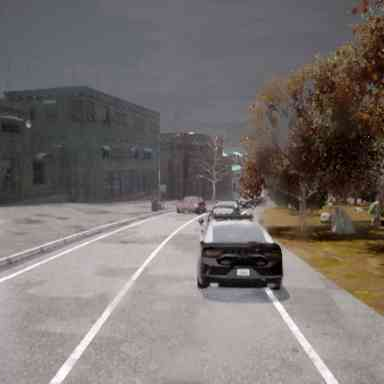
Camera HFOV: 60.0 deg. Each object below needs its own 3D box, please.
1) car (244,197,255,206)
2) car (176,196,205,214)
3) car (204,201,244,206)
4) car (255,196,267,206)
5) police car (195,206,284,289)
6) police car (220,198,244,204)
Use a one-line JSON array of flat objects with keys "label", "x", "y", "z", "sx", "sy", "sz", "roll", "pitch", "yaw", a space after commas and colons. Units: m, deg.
[{"label": "car", "x": 6.742, "y": 1.480, "z": 44.505, "sx": 1.895, "sy": 1.301, "sz": 4.718, "roll": 2, "pitch": 0, "yaw": 20}, {"label": "car", "x": -0.016, "y": 1.175, "z": 31.974, "sx": 2.097, "sy": 1.767, "sz": 4.553, "roll": 1, "pitch": 1, "yaw": 12}, {"label": "car", "x": 1.839, "y": 1.475, "z": 18.964, "sx": 1.812, "sy": 1.442, "sz": 4.674, "roll": 1, "pitch": 0, "yaw": 6}, {"label": "car", "x": 11.242, "y": 1.443, "z": 55.764, "sx": 1.837, "sy": 1.490, "sz": 4.892, "roll": 3, "pitch": 1, "yaw": 26}, {"label": "police car", "x": 1.128, "y": 1.404, "z": 9.262, "sx": 1.930, "sy": 1.638, "sz": 5.238, "roll": 0, "pitch": 0, "yaw": 2}, {"label": "police car", "x": 2.670, "y": 1.352, "z": 24.908, "sx": 1.930, "sy": 1.638, "sz": 5.238, "roll": 1, "pitch": 0, "yaw": 9}]
